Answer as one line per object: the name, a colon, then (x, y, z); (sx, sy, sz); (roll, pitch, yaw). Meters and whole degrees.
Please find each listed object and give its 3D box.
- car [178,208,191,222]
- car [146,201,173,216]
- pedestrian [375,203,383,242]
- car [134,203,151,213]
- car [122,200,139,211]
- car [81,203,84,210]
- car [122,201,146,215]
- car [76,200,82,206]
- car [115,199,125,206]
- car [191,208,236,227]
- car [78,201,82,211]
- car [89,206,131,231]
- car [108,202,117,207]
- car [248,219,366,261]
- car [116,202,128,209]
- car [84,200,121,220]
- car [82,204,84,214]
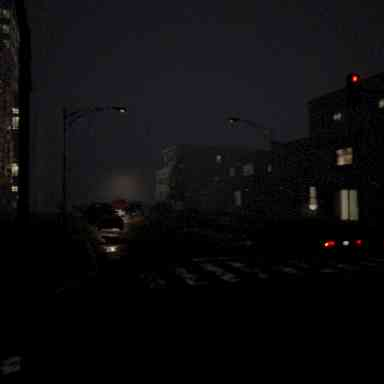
car: (-0.058, 2.171, 31.919); (1.802, 1.307, 4.206); (1, -1, -20)
car: (-3.936, 2.102, 42.294); (2.192, 1.841, 5.009); (1, -1, -20)
pedestrian: (9.043, 1.435, 15.879); (0.375, 1.860, 0.375); (1, -2, -20)
car: (-7.877, 2.514, 52.820); (1.752, 1.417, 4.829); (1, -1, -20)
car: (-11.696, 2.503, 63.035); (2.192, 1.841, 5.009); (1, -1, -20)
car: (-11.788, 2.261, 39.356); (1.887, 1.381, 4.507); (1, -1, -20)
car: (-7.890, 2.343, 45.448); (1.837, 1.490, 4.892); (1, -2, -20)
car: (-19.547, 2.683, 60.097); (1.947, 1.339, 4.313); (1, -1, -20)
car: (-12.787, 2.318, 58.537); (2.150, 2.045, 5.566); (1, -1, -20)
car: (1.822, 2.020, 26.893); (1.752, 1.417, 4.829); (1, -1, -20)
car: (-15.608, 2.438, 49.568); (1.752, 1.417, 4.829); (1, -1, -20)
car: (-5.968, 1.972, 23.801); (2.008, 1.369, 4.403); (1, -1, -20)
car: (-21.396, 3.279, 88.955); (1.802, 1.307, 4.206); (1, -1, -20)
car: (4.276, 1.788, 13.423); (2.033, 1.411, 5.357); (1, -1, -20)
car: (-15.577, 2.956, 73.400); (1.947, 1.339, 4.313); (1, -1, -20)
car: (-7.907, 1.834, 28.991); (2.192, 1.841, 5.009); (1, -1, -20)
car: (-9.848, 2.168, 34.171); (2.008, 1.369, 4.403); (1, -1, -20)
